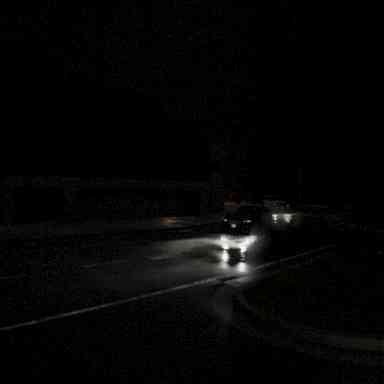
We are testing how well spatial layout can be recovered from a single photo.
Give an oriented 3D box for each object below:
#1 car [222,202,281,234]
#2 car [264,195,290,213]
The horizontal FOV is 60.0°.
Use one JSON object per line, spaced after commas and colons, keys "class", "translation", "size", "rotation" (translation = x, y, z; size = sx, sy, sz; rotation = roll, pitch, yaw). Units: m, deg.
{"class": "car", "translation": [3.488, 1.595, 20.201], "size": [2.128, 1.511, 4.902], "rotation": [1, 0, 30]}
{"class": "car", "translation": [10.561, 1.481, 41.865], "size": [2.150, 2.045, 5.566], "rotation": [2, 0, -1]}
